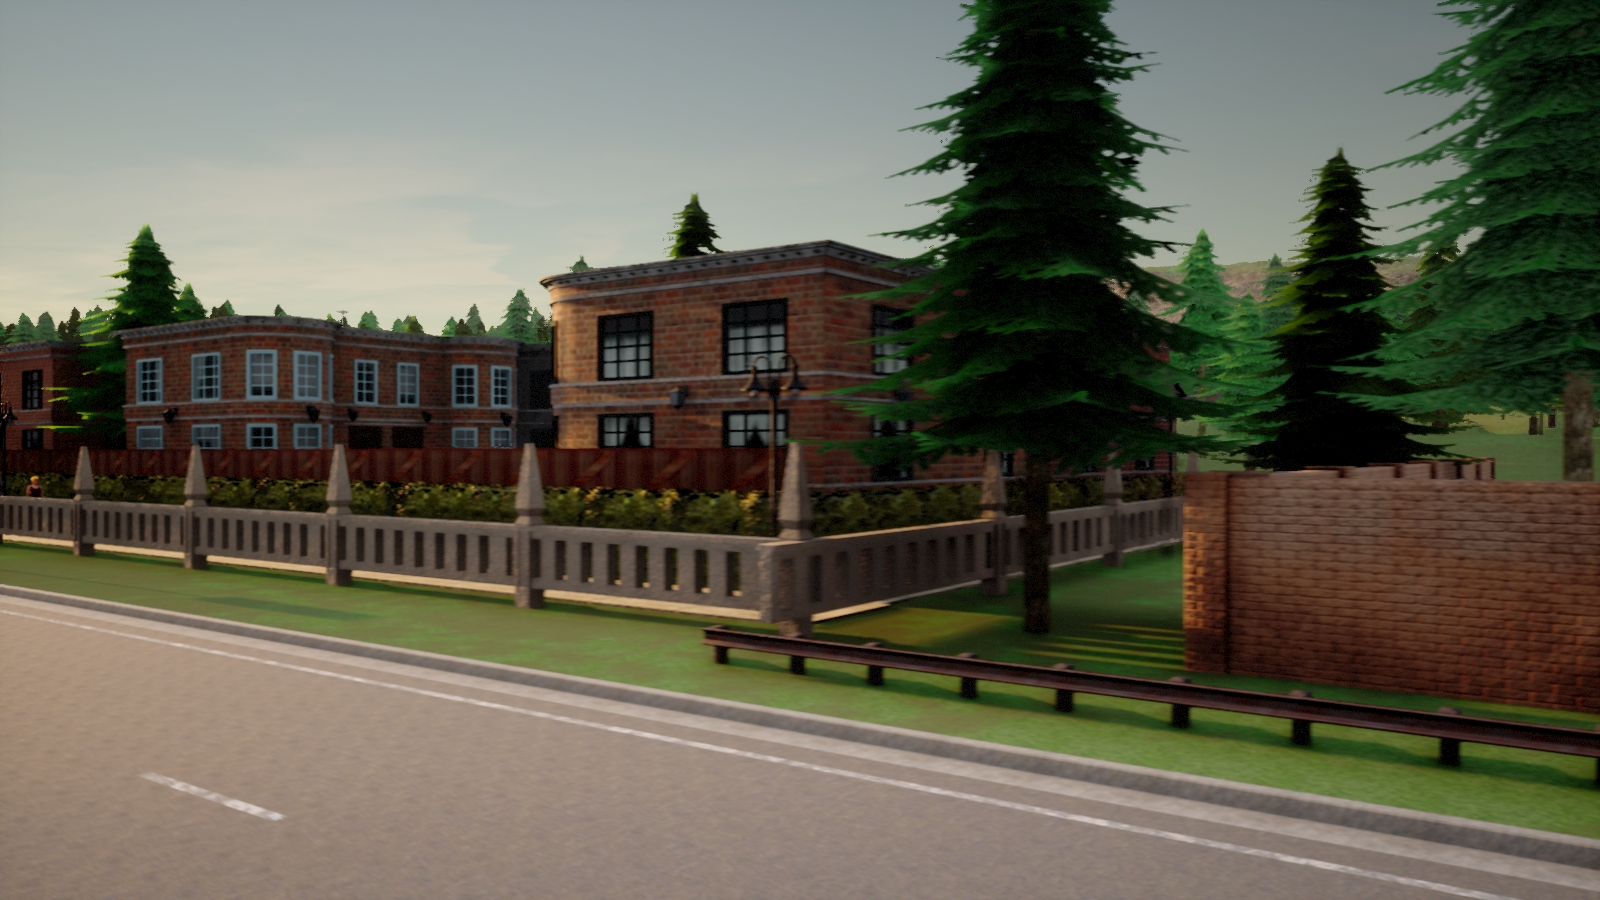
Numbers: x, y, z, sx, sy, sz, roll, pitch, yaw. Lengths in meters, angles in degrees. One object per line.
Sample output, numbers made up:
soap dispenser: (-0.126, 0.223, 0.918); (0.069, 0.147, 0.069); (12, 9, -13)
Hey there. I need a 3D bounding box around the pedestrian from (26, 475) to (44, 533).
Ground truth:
pedestrian: (-24.648, 1.729, 36.829); (0.375, 1.860, 0.375); (0, 0, 35)
